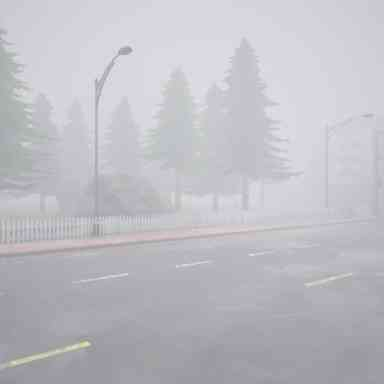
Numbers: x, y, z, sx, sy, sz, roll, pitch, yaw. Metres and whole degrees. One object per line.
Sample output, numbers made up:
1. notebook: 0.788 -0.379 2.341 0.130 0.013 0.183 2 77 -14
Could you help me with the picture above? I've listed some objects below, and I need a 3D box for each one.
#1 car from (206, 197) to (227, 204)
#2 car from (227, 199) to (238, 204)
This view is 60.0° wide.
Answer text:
1. car: 3.901 1.598 61.540 1.994 1.385 4.181 0 0 -34
2. car: 6.784 1.402 63.525 2.097 1.767 4.553 0 0 -34
